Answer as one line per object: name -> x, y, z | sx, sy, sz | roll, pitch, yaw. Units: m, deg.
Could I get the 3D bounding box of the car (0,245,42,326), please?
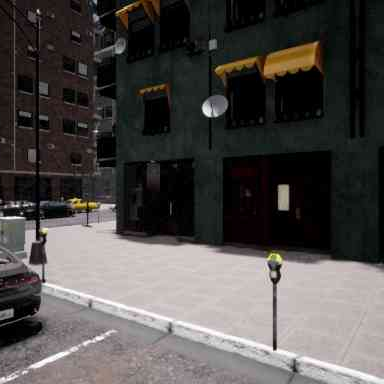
car -> -4.496, 1.551, 6.092 | 4.403, 1.369, 2.008 | 0, 0, 36

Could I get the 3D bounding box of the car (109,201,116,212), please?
car -> -6.017, 1.148, 33.056 | 2.128, 1.511, 4.902 | 0, 1, 35

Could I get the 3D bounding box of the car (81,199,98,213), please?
car -> -10.933, 1.250, 30.537 | 1.752, 1.417, 4.829 | 1, 1, 35

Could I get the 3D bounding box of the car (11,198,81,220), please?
car -> -11.179, 1.345, 25.690 | 1.994, 1.385, 4.181 | 0, 1, 35

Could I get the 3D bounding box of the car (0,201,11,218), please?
car -> -14.029, 1.350, 26.116 | 2.008, 1.369, 4.403 | 1, 1, 35
